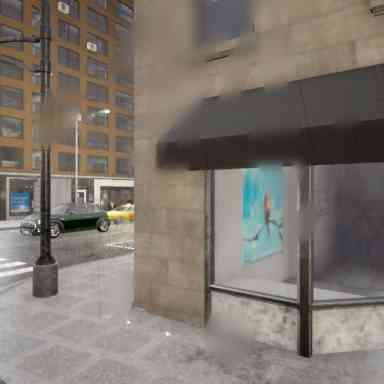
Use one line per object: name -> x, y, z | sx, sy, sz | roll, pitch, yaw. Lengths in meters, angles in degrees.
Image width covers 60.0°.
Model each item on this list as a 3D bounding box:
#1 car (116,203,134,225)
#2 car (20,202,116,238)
car -> -4.871, 1.548, 24.673 | 1.752, 1.417, 4.829 | 0, 0, 36
car -> -6.674, 1.366, 17.848 | 2.097, 1.767, 4.553 | 0, 0, 36
